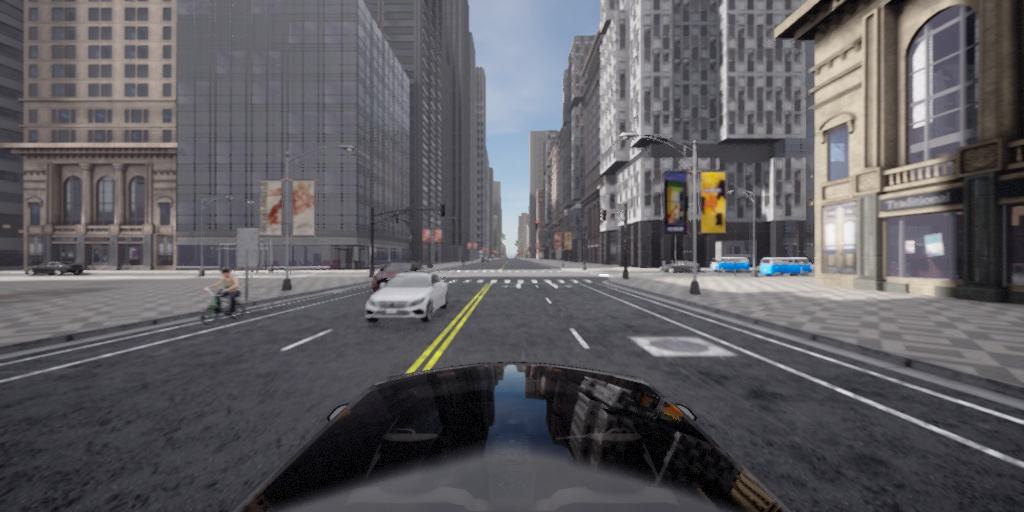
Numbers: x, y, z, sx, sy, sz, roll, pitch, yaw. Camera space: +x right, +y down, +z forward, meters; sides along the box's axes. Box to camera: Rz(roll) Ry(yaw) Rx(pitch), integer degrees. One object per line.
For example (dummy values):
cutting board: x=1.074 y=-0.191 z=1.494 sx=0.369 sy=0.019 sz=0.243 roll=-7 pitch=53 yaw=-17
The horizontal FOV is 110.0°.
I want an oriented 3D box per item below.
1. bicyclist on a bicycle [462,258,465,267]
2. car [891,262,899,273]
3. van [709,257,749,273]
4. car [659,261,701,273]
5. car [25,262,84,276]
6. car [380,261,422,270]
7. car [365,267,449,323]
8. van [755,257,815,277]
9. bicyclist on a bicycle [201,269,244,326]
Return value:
bicyclist on a bicycle: x=-8.753 y=1.185 z=64.176 sx=0.582 sy=1.620 sz=1.656 roll=0 pitch=0 yaw=0
car: x=35.952 y=1.229 z=32.325 sx=4.207 sy=1.307 sz=1.802 roll=0 pitch=0 yaw=0
van: x=24.751 y=1.015 z=40.899 sx=3.998 sy=1.789 sz=1.690 roll=0 pitch=0 yaw=0
car: x=19.132 y=1.237 z=40.924 sx=4.403 sy=1.370 sz=2.007 roll=0 pitch=0 yaw=0
car: x=-49.097 y=1.355 z=38.546 sx=4.892 sy=1.490 sz=1.837 roll=0 pitch=0 yaw=1
car: x=-6.532 y=1.090 z=21.201 sx=2.097 sy=1.767 sz=4.553 roll=0 pitch=0 yaw=0
car: x=-3.336 y=1.269 z=12.267 sx=1.812 sy=1.442 sz=4.674 roll=0 pitch=0 yaw=0
van: x=24.715 y=1.011 z=32.374 sx=3.998 sy=1.789 sz=1.690 roll=0 pitch=0 yaw=0
bicyclist on a bicycle: x=-8.566 y=1.182 z=10.668 sx=0.866 sy=1.612 sz=1.509 roll=0 pitch=0 yaw=2
